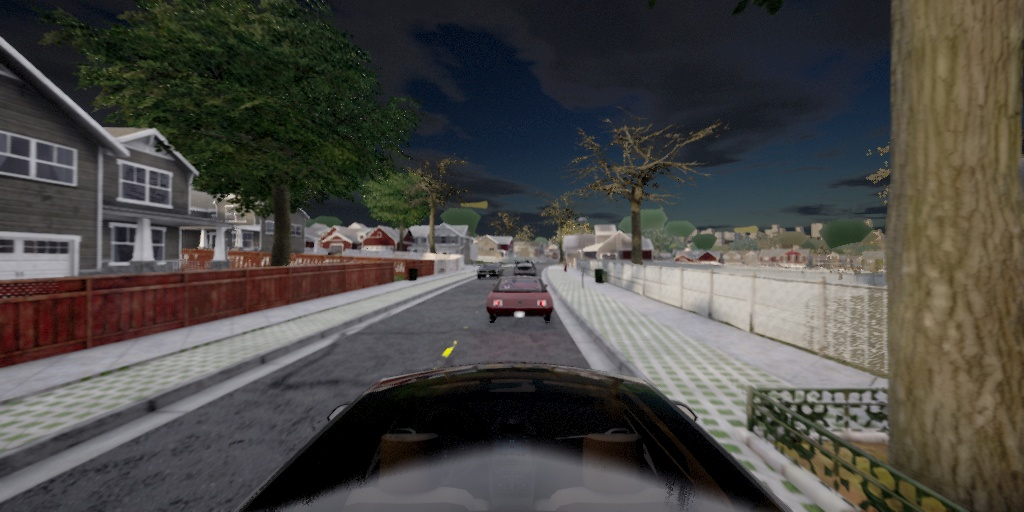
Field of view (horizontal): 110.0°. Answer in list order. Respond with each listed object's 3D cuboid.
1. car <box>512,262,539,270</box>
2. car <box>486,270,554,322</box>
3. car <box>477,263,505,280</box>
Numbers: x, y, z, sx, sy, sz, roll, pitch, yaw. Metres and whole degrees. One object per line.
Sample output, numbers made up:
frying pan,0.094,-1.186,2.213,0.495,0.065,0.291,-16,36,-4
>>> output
car,1.054,1.179,28.238,1.837,1.490,4.892,0,0,4
car,0.276,1.315,12.056,1.895,1.301,4.718,0,0,2
car,-1.754,1.270,30.315,1.895,1.301,4.718,0,0,4
